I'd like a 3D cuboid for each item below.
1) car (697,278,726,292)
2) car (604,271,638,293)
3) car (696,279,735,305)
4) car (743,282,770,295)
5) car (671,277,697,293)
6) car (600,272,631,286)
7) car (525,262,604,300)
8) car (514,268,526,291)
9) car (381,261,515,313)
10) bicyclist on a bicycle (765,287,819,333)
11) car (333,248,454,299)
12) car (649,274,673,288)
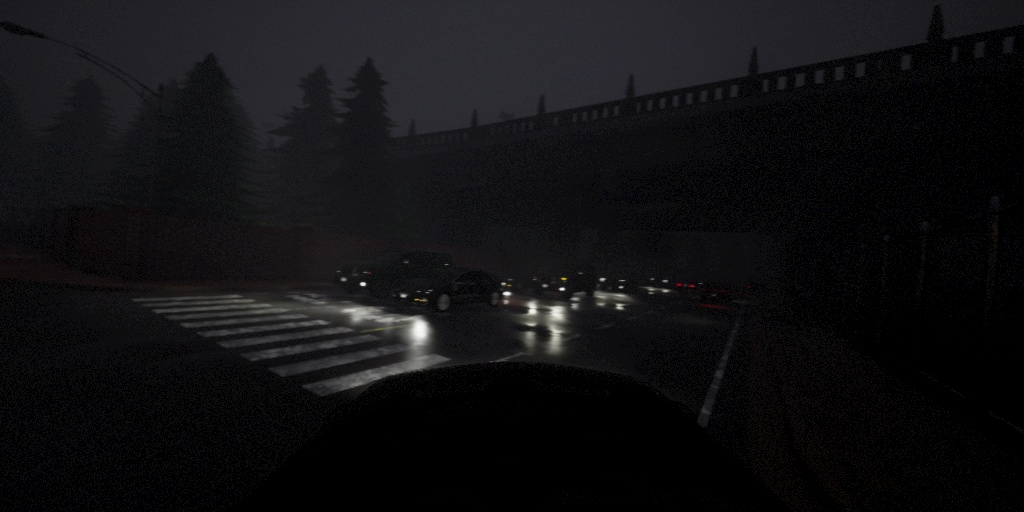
[{"bbox_3d":[25.891,3.774,46.423,4.674,1.442,1.812,5,0,-41],"label":"car"},{"bbox_3d":[9.040,2.073,30.214,2.097,1.767,4.553,4,-1,34],"label":"car"},{"bbox_3d":[15.416,2.704,26.878,1.882,1.535,5.008,4,-1,34],"label":"car"},{"bbox_3d":[31.799,4.243,46.584,4.892,1.490,1.837,7,-2,-38],"label":"car"},{"bbox_3d":[19.166,3.176,38.581,2.033,1.411,5.357,4,-1,37],"label":"car"},{"bbox_3d":[11.718,2.585,40.352,1.994,1.385,4.181,4,-1,35],"label":"car"},{"bbox_3d":[3.357,1.403,21.762,2.150,2.045,5.566,4,-1,34],"label":"car"},{"bbox_3d":[0.391,1.514,23.624,1.994,1.385,4.181,4,-1,35],"label":"car"},{"bbox_3d":[-2.146,1.167,13.592,1.837,1.490,4.892,4,-1,34],"label":"car"},{"bbox_3d":[10.675,2.031,13.652,1.656,1.620,0.582,5,0,34],"label":"bicyclist on a bicycle"},{"bbox_3d":[-4.814,0.678,15.852,2.150,2.045,5.566,4,-1,34],"label":"car"},{"bbox_3d":[18.493,2.967,43.780,2.097,1.767,4.553,4,-1,39],"label":"car"}]
